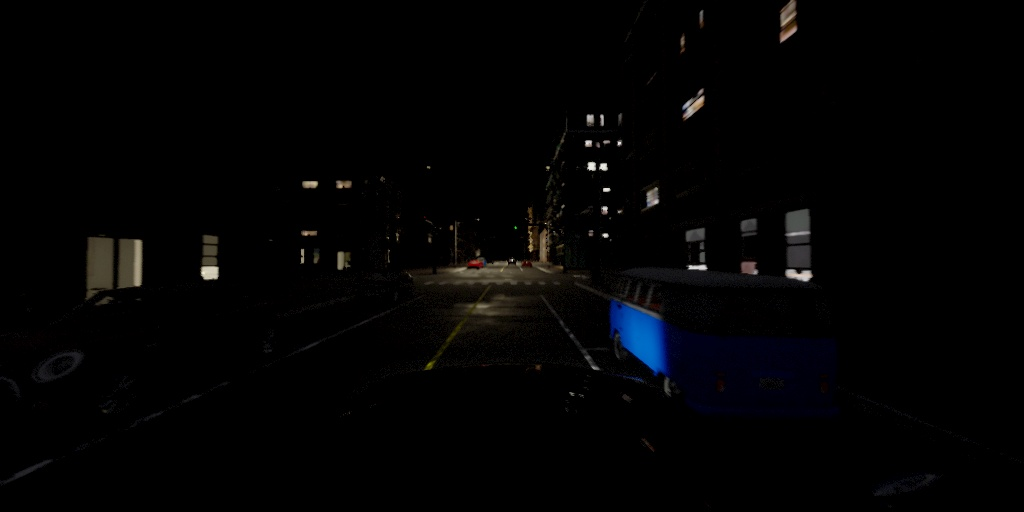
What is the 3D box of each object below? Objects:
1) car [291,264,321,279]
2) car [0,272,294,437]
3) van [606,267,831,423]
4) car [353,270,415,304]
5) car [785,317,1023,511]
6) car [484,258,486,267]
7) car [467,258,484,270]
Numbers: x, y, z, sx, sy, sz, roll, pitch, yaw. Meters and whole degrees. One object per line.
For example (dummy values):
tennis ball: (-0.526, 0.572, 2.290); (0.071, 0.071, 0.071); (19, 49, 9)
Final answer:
car: (-19.295, 1.412, 31.648); (4.507, 1.381, 1.888); (0, 0, 1)
car: (-5.689, 1.196, 5.588); (1.967, 1.591, 4.097); (0, 0, 0)
van: (2.692, 1.097, 5.581); (1.690, 1.789, 3.998); (0, 0, 0)
car: (-5.690, 1.325, 16.402); (2.007, 1.370, 4.403); (0, 0, 0)
car: (2.691, 1.187, 0.174); (1.967, 1.591, 4.097); (0, 0, 0)
car: (-5.692, 1.390, 60.040); (1.888, 1.381, 4.507); (0, 0, 0)
car: (-5.768, 1.381, 54.358); (1.888, 1.381, 4.507); (0, 0, 0)
